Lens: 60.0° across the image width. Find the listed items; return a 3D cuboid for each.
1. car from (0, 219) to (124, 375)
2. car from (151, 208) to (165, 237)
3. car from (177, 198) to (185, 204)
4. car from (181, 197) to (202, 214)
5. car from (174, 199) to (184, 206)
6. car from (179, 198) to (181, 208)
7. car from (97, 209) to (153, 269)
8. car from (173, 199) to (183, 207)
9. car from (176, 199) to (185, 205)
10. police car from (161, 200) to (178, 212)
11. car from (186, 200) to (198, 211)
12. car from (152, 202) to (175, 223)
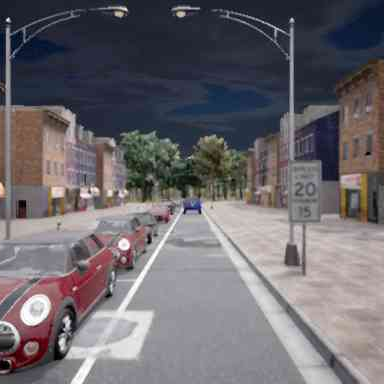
[{"bbox_3d":[-2.654,1.491,5.793,1.967,1.590,4.097,-1,0,0],"label":"car"},{"bbox_3d":[-2.669,1.714,16.660,1.947,1.339,4.313,-1,-1,0],"label":"car"},{"bbox_3d":[-2.773,2.280,87.311,1.967,1.590,4.097,-1,-1,0],"label":"car"},{"bbox_3d":[0.047,1.595,40.490,2.150,2.045,5.566,0,-1,-1],"label":"car"},{"bbox_3d":[-2.748,2.256,71.005,1.802,1.307,4.206,-1,-1,0],"label":"car"},{"bbox_3d":[-2.732,2.116,60.137,2.008,1.369,4.403,-1,-1,0],"label":"car"},{"bbox_3d":[-2.662,1.539,11.227,1.967,1.590,4.097,-1,0,0],"label":"car"},{"bbox_3d":[-2.740,2.185,65.571,1.947,1.339,4.313,-1,-1,0],"label":"car"},{"bbox_3d":[-2.763,2.351,81.875,1.947,1.339,4.313,-1,-1,0],"label":"car"},{"bbox_3d":[-3.063,1.778,38.519,1.930,1.638,5.238,0,-1,0],"label":"police car"},{"bbox_3d":[0.025,1.976,50.427,1.837,1.490,4.892,0,0,0],"label":"car"},{"bbox_3d":[-2.685,1.794,27.529,1.887,1.381,4.507,-1,-1,0],"label":"car"}]
